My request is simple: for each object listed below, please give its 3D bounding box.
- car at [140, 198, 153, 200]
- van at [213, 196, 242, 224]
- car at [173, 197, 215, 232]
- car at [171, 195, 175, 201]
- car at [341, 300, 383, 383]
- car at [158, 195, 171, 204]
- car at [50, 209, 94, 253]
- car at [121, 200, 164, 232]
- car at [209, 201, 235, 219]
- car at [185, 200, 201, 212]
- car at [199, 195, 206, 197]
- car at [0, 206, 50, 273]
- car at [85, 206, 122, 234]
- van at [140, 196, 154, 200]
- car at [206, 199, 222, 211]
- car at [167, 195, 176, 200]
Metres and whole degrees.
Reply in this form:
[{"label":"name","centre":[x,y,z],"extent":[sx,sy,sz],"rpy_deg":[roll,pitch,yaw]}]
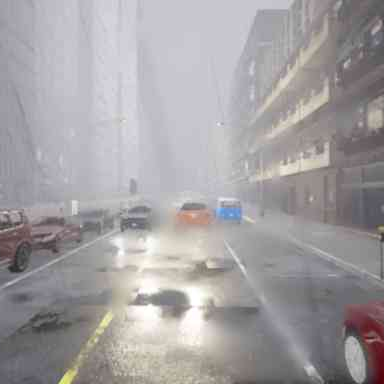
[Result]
[{"label":"car","centre":[-5.677,1.617,36.229],"extent":[1.802,1.307,4.206],"rpy_deg":[1,0,0]},{"label":"van","centre":[2.704,1.368,24.960],"extent":[1.690,1.788,3.998],"rpy_deg":[1,0,0]},{"label":"car","centre":[0.105,1.375,20.548],"extent":[2.097,1.767,4.553],"rpy_deg":[0,0,0]},{"label":"car","centre":[-5.669,1.553,86.874],"extent":[1.752,1.417,4.829],"rpy_deg":[1,0,0]},{"label":"car","centre":[2.699,1.548,2.375],"extent":[1.887,1.381,4.507],"rpy_deg":[1,0,0]},{"label":"car","centre":[-5.673,1.590,64.461],"extent":[2.008,1.369,4.403],"rpy_deg":[1,0,0]},{"label":"car","centre":[-5.680,1.598,13.643],"extent":[1.802,1.307,4.206],"rpy_deg":[1,0,0]},{"label":"car","centre":[-3.071,1.500,20.379],"extent":[1.882,1.535,5.008],"rpy_deg":[0,0,0]},{"label":"car","centre":[2.703,1.582,30.608],"extent":[2.008,1.369,4.403],"rpy_deg":[1,0,0]},{"label":"car","centre":[0.107,1.639,40.978],"extent":[1.895,1.301,4.718],"rpy_deg":[0,0,0]},{"label":"car","centre":[2.712,1.472,81.427],"extent":[1.967,1.590,4.097],"rpy_deg":[1,0,0]},{"label":"car","centre":[-5.678,1.325,7.999],"extent":[2.192,1.841,5.009],"rpy_deg":[1,0,0]},{"label":"car","centre":[-5.679,1.587,19.291],"extent":[1.947,1.339,4.313],"rpy_deg":[1,0,0]},{"label":"van","centre":[-5.674,1.379,41.876],"extent":[1.690,1.788,3.998],"rpy_deg":[1,0,0]},{"label":"car","centre":[2.704,1.620,41.900],"extent":[1.802,1.307,4.206],"rpy_deg":[1,0,0]},{"label":"car","centre":[-5.669,1.574,92.691],"extent":[2.008,1.369,4.403],"rpy_deg":[1,0,0]}]
